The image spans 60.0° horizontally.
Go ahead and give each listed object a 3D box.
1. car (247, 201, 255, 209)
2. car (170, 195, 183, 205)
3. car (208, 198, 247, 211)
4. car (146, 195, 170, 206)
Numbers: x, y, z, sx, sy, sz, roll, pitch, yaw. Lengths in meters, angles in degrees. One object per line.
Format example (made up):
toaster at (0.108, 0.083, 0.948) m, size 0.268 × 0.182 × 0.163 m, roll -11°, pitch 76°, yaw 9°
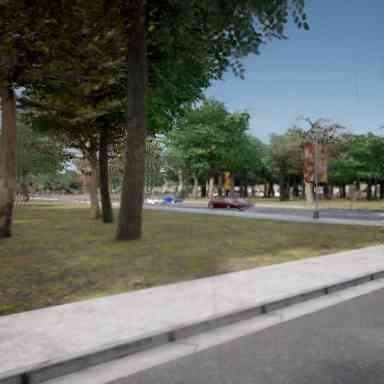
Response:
car at (6.205, 1.527, 44.046) m, size 1.812 × 1.442 × 4.674 m, roll 0°, pitch 0°, yaw -35°
car at (-3.430, 1.280, 57.703) m, size 1.882 × 1.535 × 5.008 m, roll 0°, pitch 0°, yaw -36°
car at (4.080, 1.480, 41.425) m, size 1.882 × 1.535 × 5.008 m, roll 0°, pitch 0°, yaw -35°
car at (-6.075, 1.560, 55.815) m, size 1.812 × 1.442 × 4.674 m, roll 0°, pitch 0°, yaw -36°
